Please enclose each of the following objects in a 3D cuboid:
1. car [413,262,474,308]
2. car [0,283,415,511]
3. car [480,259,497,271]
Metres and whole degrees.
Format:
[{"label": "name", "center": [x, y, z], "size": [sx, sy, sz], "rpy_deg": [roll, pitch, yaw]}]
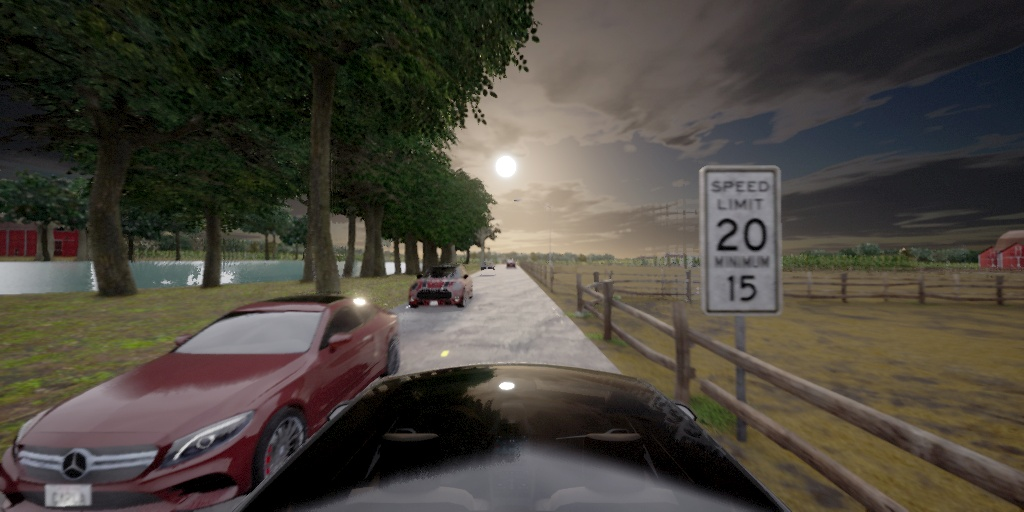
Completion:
[{"label": "car", "center": [-2.871, 1.146, 15.340], "size": [2.097, 1.767, 4.553], "rpy_deg": [0, 0, 0]}, {"label": "car", "center": [-2.844, 1.287, 4.631], "size": [1.812, 1.442, 4.674], "rpy_deg": [0, 0, 0]}, {"label": "car", "center": [-2.848, 1.090, 43.752], "size": [2.033, 1.411, 5.357], "rpy_deg": [0, 0, 0]}]
